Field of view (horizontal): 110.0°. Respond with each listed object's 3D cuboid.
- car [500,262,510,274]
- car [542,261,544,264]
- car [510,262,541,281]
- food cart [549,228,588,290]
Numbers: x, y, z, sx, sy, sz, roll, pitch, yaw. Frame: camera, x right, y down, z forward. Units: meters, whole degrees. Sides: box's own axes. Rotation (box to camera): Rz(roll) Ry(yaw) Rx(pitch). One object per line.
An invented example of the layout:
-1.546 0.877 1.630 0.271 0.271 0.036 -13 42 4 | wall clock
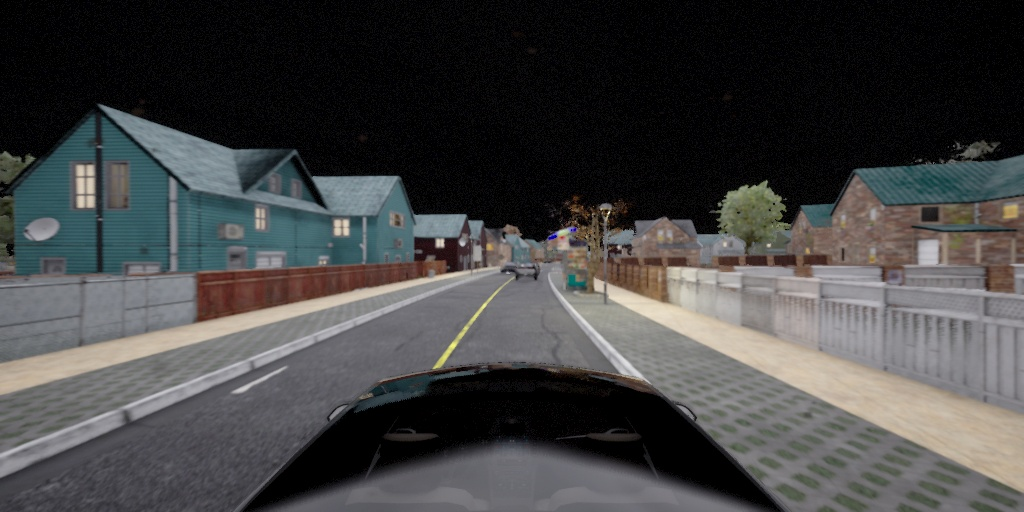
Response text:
-0.250 1.372 43.282 2.033 1.411 5.357 0 0 5 | car
2.286 1.377 41.321 2.033 1.411 5.357 0 0 7 | car
1.324 1.302 31.419 2.128 1.511 4.902 0 0 6 | car
3.583 0.263 21.308 2.280 3.560 4.660 0 0 3 | food cart
